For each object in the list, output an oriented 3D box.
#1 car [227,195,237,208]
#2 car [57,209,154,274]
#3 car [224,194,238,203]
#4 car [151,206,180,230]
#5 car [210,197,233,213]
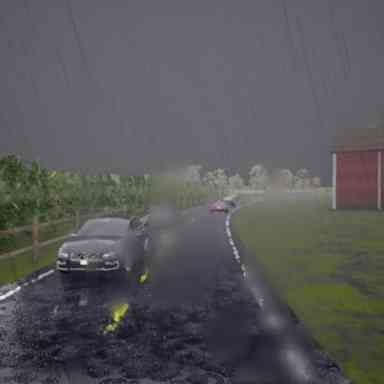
[{"bbox_3d":[5.338,1.407,47.607,1.882,1.535,5.008,0,0,13],"label":"car"},{"bbox_3d":[-2.585,1.514,10.673,1.837,1.490,4.892,0,0,2],"label":"car"},{"bbox_3d":[7.930,1.301,67.468,1.882,1.535,5.008,0,0,19],"label":"car"},{"bbox_3d":[-1.900,1.563,21.021,1.994,1.385,4.181,0,0,5],"label":"car"},{"bbox_3d":[3.048,1.528,36.112,1.994,1.385,4.181,0,0,9],"label":"car"}]
